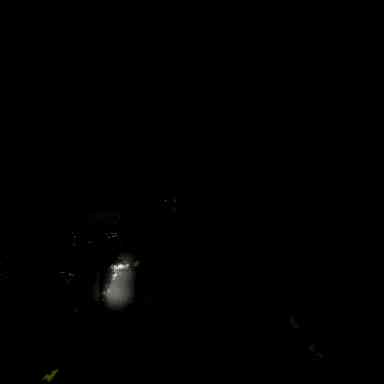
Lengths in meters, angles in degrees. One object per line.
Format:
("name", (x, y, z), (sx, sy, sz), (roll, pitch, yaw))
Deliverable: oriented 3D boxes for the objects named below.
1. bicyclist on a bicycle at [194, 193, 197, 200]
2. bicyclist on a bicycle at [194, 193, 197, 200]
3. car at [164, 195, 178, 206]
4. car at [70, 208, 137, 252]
("bicyclist on a bicycle", (0.969, 1.293, 84.418), (0.659, 1.776, 1.843), (0, 0, 0))
("bicyclist on a bicycle", (0.970, 1.301, 93.420), (0.659, 1.776, 1.843), (0, 0, 0))
("car", (-3.558, 1.332, 55.682), (2.097, 1.767, 4.553), (0, 0, 0))
("car", (-3.599, 1.505, 14.267), (1.882, 1.535, 5.008), (0, 0, 0))
